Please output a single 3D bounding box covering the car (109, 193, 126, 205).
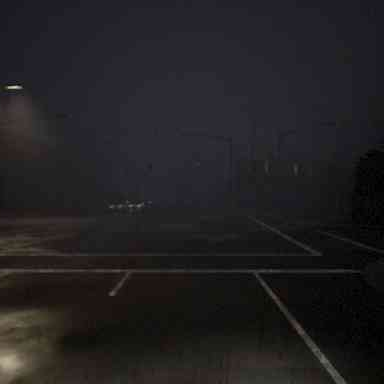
[{"bbox_3d":[-14.002,1.261,62.931,2.150,2.045,5.566,0,1,0],"label":"car"}]

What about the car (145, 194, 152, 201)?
[{"bbox_3d":[-10.485,1.354,78.325,1.837,1.490,4.892,0,0,0],"label":"car"}]

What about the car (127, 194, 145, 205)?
[{"bbox_3d":[-10.517,1.578,62.491,1.812,1.442,4.674,0,1,1],"label":"car"}]

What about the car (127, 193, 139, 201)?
[{"bbox_3d":[-13.985,1.206,78.743,2.097,1.767,4.553,0,0,0],"label":"car"}]
